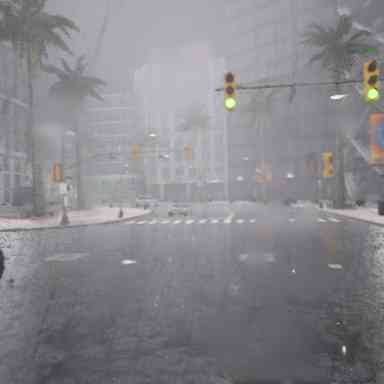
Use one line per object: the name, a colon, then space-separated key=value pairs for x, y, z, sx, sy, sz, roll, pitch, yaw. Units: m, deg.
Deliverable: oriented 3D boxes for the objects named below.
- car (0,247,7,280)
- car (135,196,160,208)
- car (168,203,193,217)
car: x=-5.706 y=1.668 z=6.133 sx=2.128 sy=1.511 sz=4.902 roll=-2 pitch=0 yaw=9
car: x=-7.928 y=1.700 z=58.791 sx=2.150 sy=2.045 sz=5.566 roll=0 pitch=-1 yaw=-41
car: x=-1.166 y=1.805 z=34.108 sx=1.895 sy=1.301 sz=4.718 roll=-1 pitch=0 yaw=9
